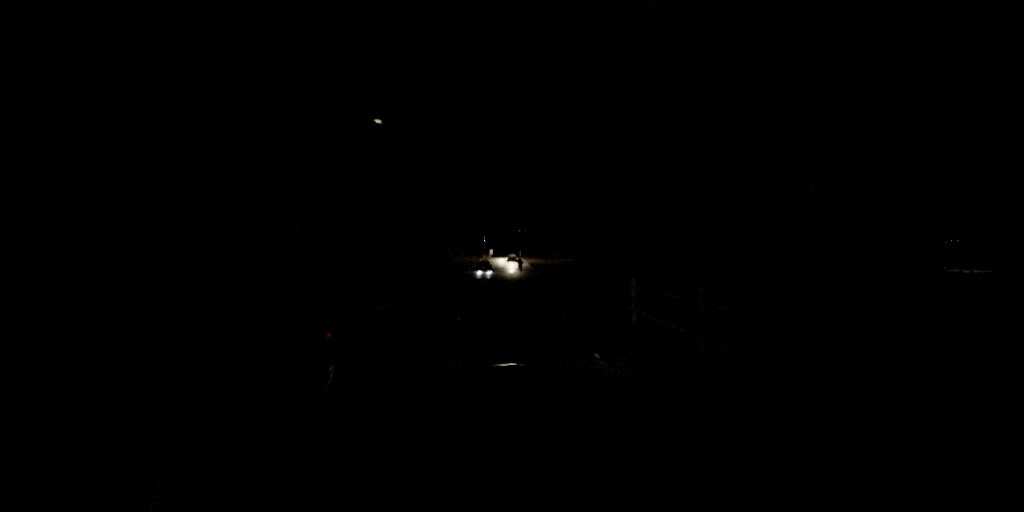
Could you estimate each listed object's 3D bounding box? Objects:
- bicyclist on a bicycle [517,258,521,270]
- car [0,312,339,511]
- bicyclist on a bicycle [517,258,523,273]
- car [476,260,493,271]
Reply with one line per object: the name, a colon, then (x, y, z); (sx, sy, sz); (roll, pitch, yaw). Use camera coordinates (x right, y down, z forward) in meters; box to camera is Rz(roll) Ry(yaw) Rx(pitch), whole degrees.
bicyclist on a bicycle: (0.978, 1.096, 48.837); (0.582, 1.620, 1.656); (0, 0, 0)
car: (-3.599, 1.328, 3.701); (1.994, 1.385, 4.181); (0, 0, 0)
bicyclist on a bicycle: (0.975, 1.127, 40.112); (0.659, 1.776, 1.843); (0, 1, 0)
car: (-3.561, 1.237, 46.904); (1.994, 1.385, 4.181); (0, 1, 0)
